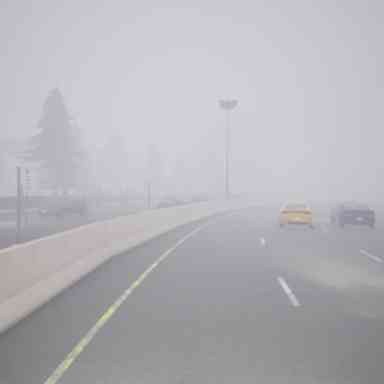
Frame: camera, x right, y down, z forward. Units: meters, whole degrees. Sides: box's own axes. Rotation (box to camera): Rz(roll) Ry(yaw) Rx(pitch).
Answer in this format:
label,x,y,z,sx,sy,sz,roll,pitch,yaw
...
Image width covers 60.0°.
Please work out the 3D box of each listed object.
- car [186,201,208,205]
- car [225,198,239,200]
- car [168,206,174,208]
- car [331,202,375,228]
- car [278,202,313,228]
label,x,y,z,sx,sy,sz,roll,pitch,yaw
car,0.560,1.303,37.065,1.994,1.385,4.181,0,0,22
car,8.049,1.190,64.562,1.895,1.301,4.718,1,1,37
car,-2.535,1.276,38.747,1.994,1.385,4.181,0,0,22
car,10.180,1.373,21.351,1.882,1.535,5.008,0,0,14
car,6.598,1.356,21.397,1.882,1.535,5.008,0,0,14
